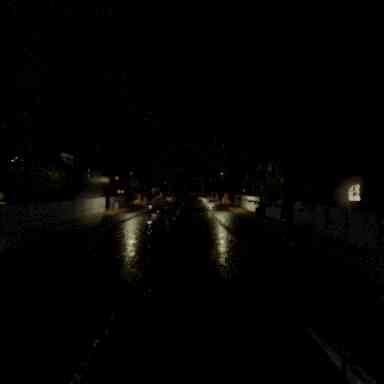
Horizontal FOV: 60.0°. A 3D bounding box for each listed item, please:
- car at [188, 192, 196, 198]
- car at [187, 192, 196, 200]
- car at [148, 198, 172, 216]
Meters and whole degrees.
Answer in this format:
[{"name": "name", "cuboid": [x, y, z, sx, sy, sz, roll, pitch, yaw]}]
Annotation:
[{"name": "car", "cuboid": [-0.032, 0.773, 85.949, 1.895, 1.301, 4.718, 0, 0, 0]}, {"name": "car", "cuboid": [-0.029, 0.896, 75.633, 1.882, 1.535, 5.008, 0, 0, 0]}, {"name": "car", "cuboid": [-2.769, 1.310, 29.414, 1.812, 1.442, 4.674, 0, 0, 0]}]
